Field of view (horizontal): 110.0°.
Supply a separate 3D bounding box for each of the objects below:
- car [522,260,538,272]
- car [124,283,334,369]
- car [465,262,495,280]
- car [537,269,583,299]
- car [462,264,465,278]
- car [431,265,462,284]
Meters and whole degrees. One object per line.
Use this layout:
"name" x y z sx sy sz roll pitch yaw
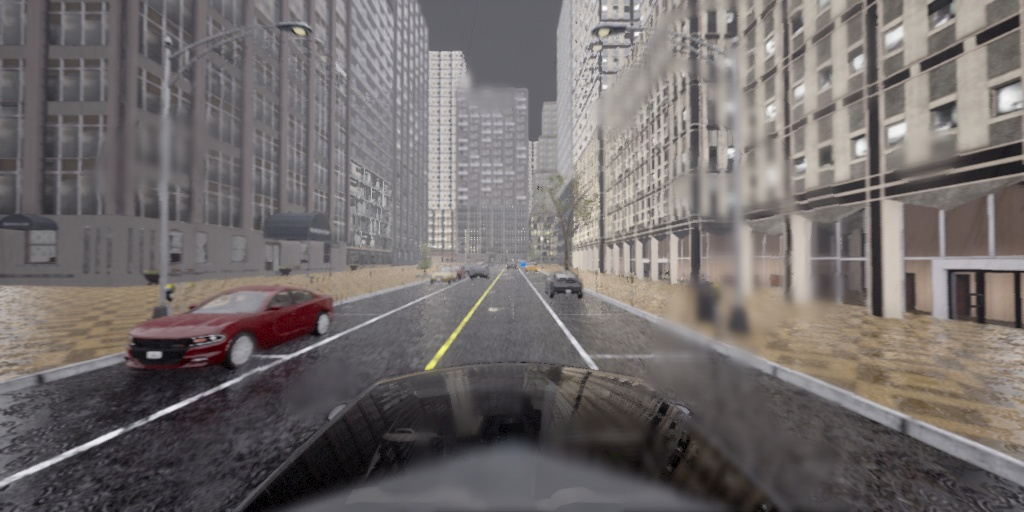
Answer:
"car" 2.962 1.678 54.910 1.801 1.575 5.366 0 -1 0
"car" -5.695 1.350 7.948 1.888 1.381 4.507 0 0 0
"car" -3.120 1.601 35.783 2.033 1.411 5.357 0 -1 0
"car" 2.678 1.458 19.250 2.007 1.370 4.403 0 0 0
"car" -5.714 1.602 36.161 1.888 1.381 4.507 0 0 0
"car" -5.710 1.532 30.349 1.751 1.417 4.829 0 0 0
